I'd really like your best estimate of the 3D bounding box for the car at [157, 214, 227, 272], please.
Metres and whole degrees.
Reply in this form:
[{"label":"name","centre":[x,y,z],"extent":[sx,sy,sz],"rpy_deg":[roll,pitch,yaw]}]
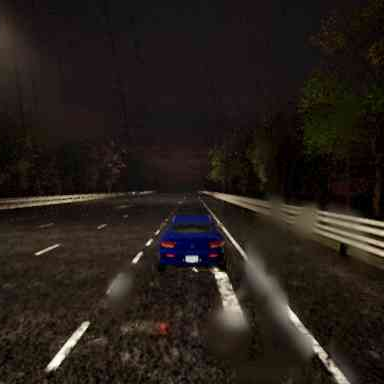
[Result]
[{"label":"car","centre":[0.000,1.402,10.215],"extent":[1.812,1.442,4.674],"rpy_deg":[0,1,0]}]
